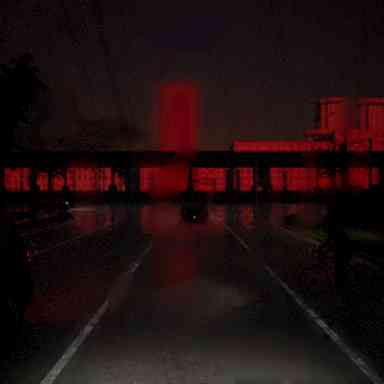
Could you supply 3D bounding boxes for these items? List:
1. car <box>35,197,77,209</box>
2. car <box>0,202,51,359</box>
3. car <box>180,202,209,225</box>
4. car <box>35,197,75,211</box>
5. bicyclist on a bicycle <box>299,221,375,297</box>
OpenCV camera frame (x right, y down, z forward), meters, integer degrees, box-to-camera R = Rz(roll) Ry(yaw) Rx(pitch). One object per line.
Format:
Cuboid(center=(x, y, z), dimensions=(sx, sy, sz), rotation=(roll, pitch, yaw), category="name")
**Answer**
Cuboid(center=(-18.166, 1.498, 44.540), dimensions=(4.892, 1.490, 1.837), rotation=(0, 0, 2), category="car")
Cuboid(center=(-3.582, 1.224, 3.003), dimensions=(2.150, 2.045, 5.566), rotation=(0, 0, 0), category="car")
Cuboid(center=(0.169, 1.475, 23.803), dimensions=(1.882, 1.535, 5.008), rotation=(0, 0, 0), category="car")
Cuboid(center=(-16.962, 1.346, 40.999), dimensions=(4.553, 1.767, 2.097), rotation=(0, 0, 2), category="car")
Cuboid(center=(3.095, 1.445, 7.135), dimensions=(1.656, 1.620, 0.582), rotation=(-2, 0, 0), category="bicyclist on a bicycle")
